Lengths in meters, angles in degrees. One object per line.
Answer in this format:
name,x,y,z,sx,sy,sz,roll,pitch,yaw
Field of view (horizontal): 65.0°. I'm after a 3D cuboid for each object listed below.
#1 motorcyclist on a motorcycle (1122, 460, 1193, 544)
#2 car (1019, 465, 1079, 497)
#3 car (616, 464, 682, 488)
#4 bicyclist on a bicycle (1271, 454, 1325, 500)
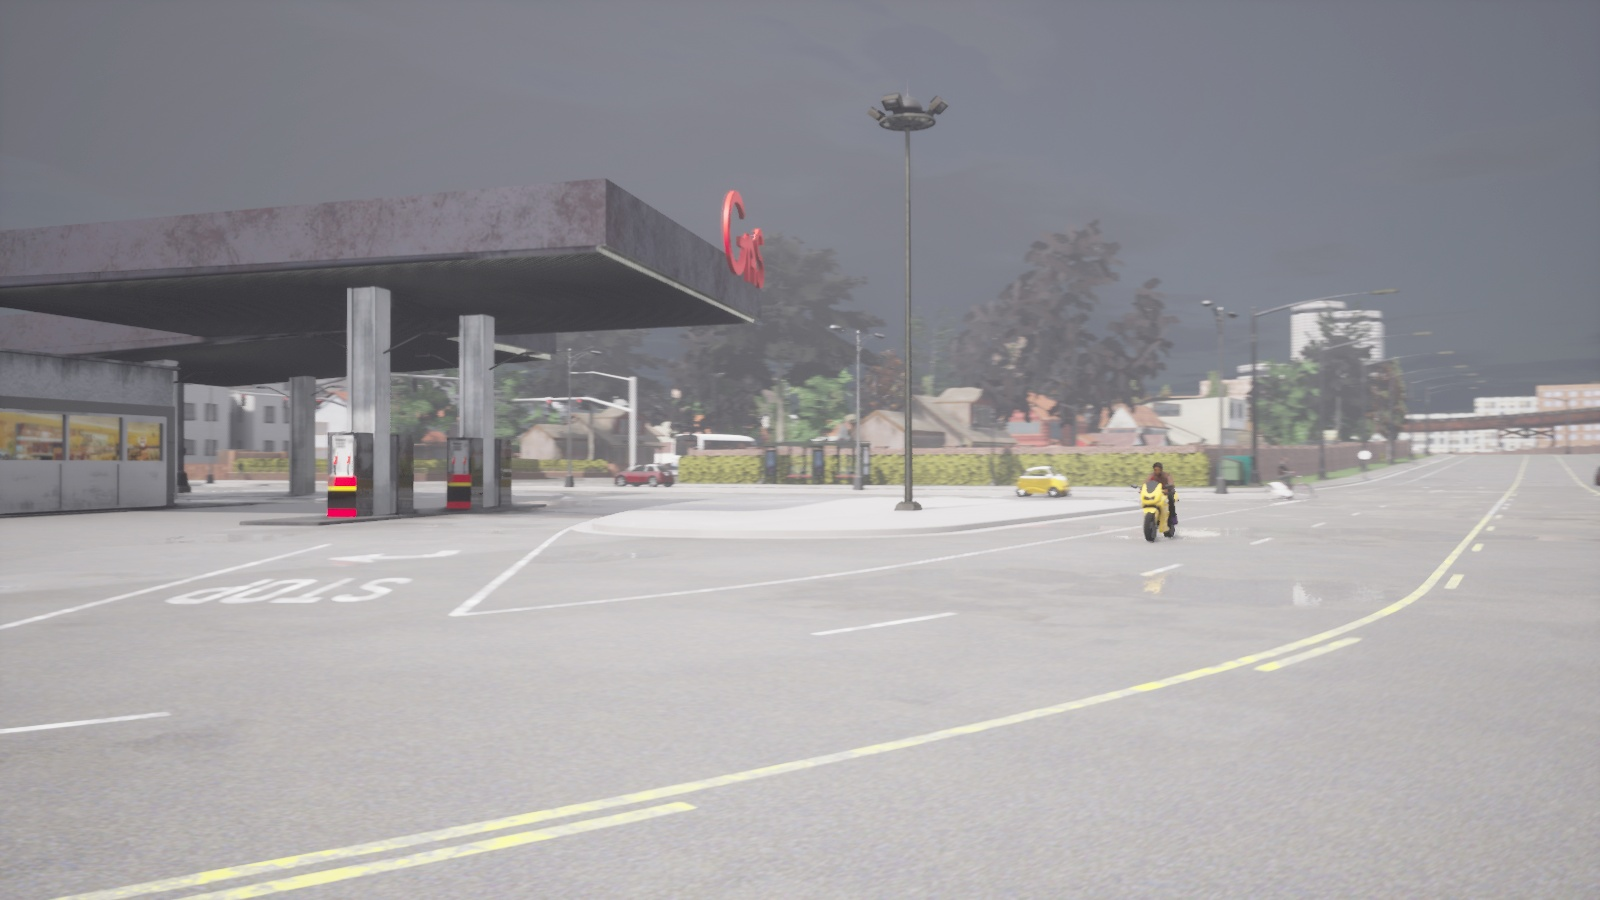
motorcyclist on a motorcycle,6.845,0.958,23.951,0.797,1.523,2.044,-1,-1,31
car,10.947,1.353,55.167,2.207,1.376,1.481,-1,-1,30
car,-9.708,1.675,80.687,3.806,1.475,1.970,-1,-1,31
bicyclist on a bicycle,19.690,1.056,49.700,1.843,1.776,0.659,-1,1,41
